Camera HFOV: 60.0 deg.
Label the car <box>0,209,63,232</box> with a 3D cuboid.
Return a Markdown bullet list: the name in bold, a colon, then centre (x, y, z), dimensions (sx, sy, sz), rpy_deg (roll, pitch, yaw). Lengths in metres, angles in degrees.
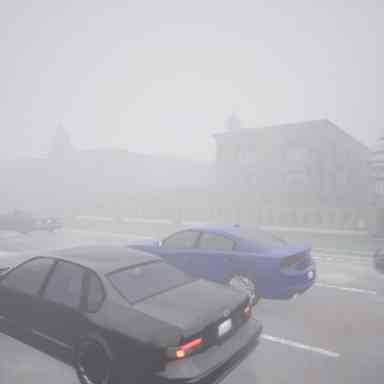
- **car**: centre (-9.814, 1.696, 19.601), dimensions (5.357, 1.411, 2.033), rpy_deg (-1, 0, 36)

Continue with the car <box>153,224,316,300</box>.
- **car**: centre (0.338, 1.511, 8.052), dimensions (5.008, 1.535, 1.882), rpy_deg (-1, 0, 36)

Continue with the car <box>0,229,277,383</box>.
- **car**: centre (-1.675, 1.580, 5.190), dimensions (5.357, 1.411, 2.033), rpy_deg (-1, 0, 36)

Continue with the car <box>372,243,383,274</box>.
- **car**: centre (6.834, 1.517, 7.701), dimensions (4.674, 1.442, 1.812), rpy_deg (-1, 0, 35)
